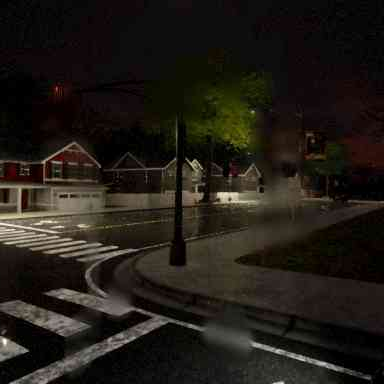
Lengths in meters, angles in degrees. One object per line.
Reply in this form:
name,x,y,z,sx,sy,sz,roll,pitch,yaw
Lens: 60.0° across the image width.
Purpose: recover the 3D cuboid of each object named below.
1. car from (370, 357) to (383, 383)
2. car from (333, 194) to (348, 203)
car,3.361,1.506,1.283,4.892,1.490,1.837,0,0,35
car,28.010,1.206,62.723,2.128,1.511,4.902,1,0,36
